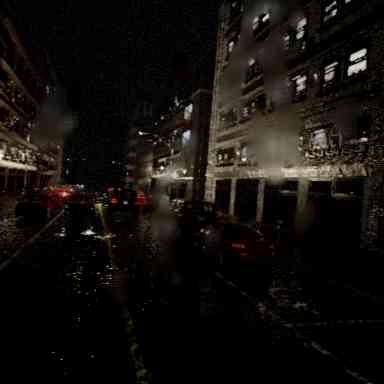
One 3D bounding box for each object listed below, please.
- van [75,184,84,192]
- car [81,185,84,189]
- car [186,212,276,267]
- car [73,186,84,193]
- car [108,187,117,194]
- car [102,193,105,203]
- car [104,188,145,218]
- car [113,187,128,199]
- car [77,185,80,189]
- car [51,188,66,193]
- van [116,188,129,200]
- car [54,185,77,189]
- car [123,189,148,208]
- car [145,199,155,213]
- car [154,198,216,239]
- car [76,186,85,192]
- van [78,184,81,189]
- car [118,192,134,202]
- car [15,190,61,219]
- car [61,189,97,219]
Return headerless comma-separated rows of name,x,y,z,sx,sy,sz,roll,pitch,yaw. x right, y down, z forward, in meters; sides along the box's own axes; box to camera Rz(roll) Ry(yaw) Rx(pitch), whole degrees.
van,-26.970,-0.919,79.830,1.690,1.788,3.998,4,0,-16
car,-22.190,-0.414,63.571,1.967,1.590,4.097,4,0,-16
car,1.330,1.648,11.484,1.802,1.307,4.206,3,0,-16
car,-25.388,-0.574,74.411,2.008,1.369,4.403,4,0,-16
car,-21.051,-0.392,87.534,1.967,1.590,4.097,3,0,-16
car,-9.947,0.696,41.022,1.994,1.385,4.181,4,0,-16
car,-5.247,0.751,25.143,2.150,2.045,5.566,4,0,-16
car,-13.047,0.160,60.372,2.192,1.841,5.009,3,0,-16
car,-17.360,0.080,47.149,1.752,1.417,4.829,4,0,-16
car,-11.027,0.636,25.634,1.887,1.381,4.507,4,0,-16
van,-11.449,0.322,54.940,1.690,1.788,3.998,3,0,-16
car,-14.204,0.137,36.472,2.192,1.841,5.009,4,0,-16
car,-6.649,0.702,38.643,2.192,1.841,5.009,3,0,-16
car,-3.468,1.240,27.780,1.802,1.307,4.206,3,0,-16
car,-0.252,1.245,16.914,2.192,1.841,5.009,3,0,-16
car,-28.580,-0.829,85.251,1.947,1.339,4.313,4,0,-16
van,-18.992,-0.243,52.731,1.690,1.788,3.998,4,0,-16
car,-9.865,0.698,49.509,1.802,1.307,4.206,3,0,-16
car,-9.431,0.772,20.214,1.887,1.381,4.507,4,0,-16
car,-7.541,0.841,22.611,1.882,1.535,5.008,4,0,-16
